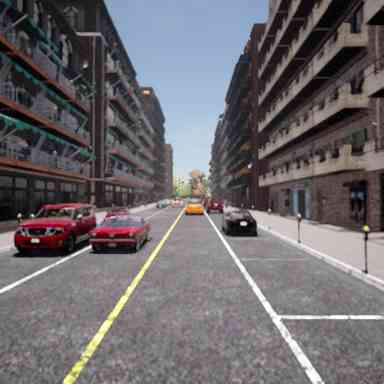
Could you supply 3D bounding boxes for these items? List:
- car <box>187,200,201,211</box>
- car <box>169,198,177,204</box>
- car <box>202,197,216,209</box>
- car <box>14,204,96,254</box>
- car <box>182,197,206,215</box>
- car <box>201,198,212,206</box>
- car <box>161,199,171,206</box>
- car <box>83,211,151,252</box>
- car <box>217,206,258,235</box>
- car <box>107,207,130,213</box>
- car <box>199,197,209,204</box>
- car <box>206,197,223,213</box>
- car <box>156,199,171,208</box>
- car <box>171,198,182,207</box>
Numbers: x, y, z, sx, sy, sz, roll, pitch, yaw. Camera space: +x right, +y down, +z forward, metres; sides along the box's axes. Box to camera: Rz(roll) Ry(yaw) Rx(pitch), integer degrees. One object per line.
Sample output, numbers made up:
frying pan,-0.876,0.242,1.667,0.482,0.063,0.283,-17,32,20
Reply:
car,0.307,1.959,48.712,1.882,1.535,5.008,0,-1,1
car,-5.259,2.447,92.234,1.752,1.417,4.829,1,-1,0
car,2.972,1.900,58.929,2.192,1.841,5.009,1,-1,0
car,-5.613,1.457,14.460,2.192,1.841,5.009,1,-1,0
car,0.272,1.738,39.090,2.097,1.767,4.553,0,-1,0
car,3.020,2.137,70.063,1.967,1.590,4.097,1,-1,0
car,-5.361,2.220,69.965,1.752,1.417,4.829,1,-1,0
car,-3.034,1.747,14.870,1.895,1.301,4.718,0,-1,0
car,2.789,1.763,19.953,1.947,1.339,4.313,1,-1,0
car,-5.565,1.833,25.593,1.802,1.307,4.206,1,-1,0
car,3.100,2.183,86.767,2.192,1.841,5.009,1,-1,0
car,2.895,1.733,42.227,2.192,1.841,5.009,1,-1,0
car,-5.412,2.135,58.998,2.008,1.369,4.403,1,-1,0
car,-2.715,1.978,63.387,2.097,1.767,4.553,0,0,0
